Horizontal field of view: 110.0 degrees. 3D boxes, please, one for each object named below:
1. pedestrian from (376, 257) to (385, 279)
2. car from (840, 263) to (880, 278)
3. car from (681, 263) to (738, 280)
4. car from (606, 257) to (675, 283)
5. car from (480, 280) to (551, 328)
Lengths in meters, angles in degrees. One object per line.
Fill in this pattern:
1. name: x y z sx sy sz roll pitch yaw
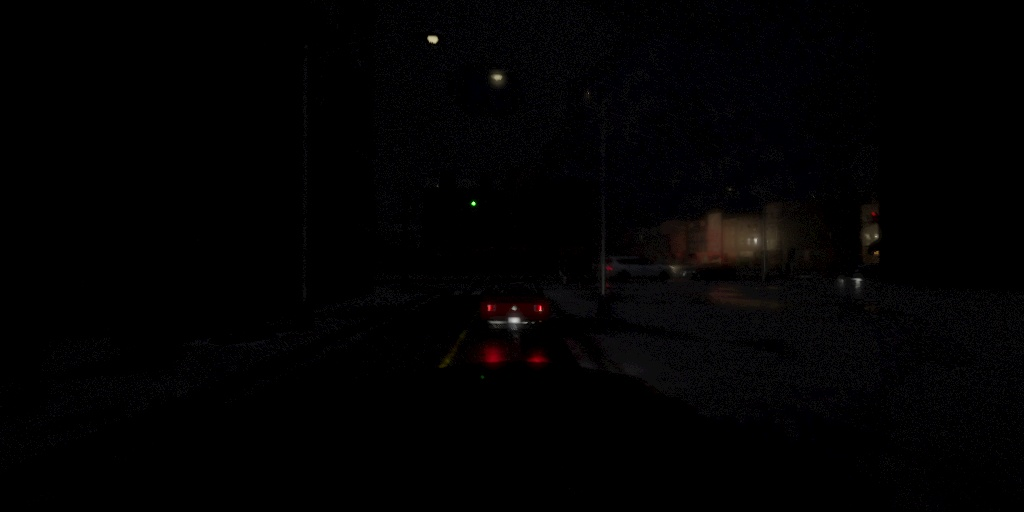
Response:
1. pedestrian: -11.198 1.019 30.505 0.375 1.860 0.375 0 0 -9
2. car: 34.588 1.393 34.920 4.674 1.442 1.812 0 -1 -9
3. car: 17.707 1.380 32.260 4.902 1.511 2.128 0 -1 -9
4. car: 9.963 1.094 28.478 5.566 2.045 2.150 0 -1 -5
5. car: 0.091 1.408 11.610 1.895 1.301 4.718 0 0 0
